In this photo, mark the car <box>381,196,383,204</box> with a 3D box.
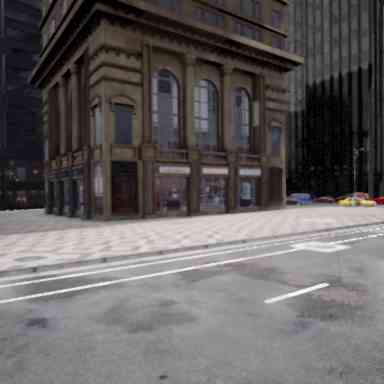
[{"bbox_3d":[29.001,1.233,49.728,1.887,1.381,4.507,-2,0,-35],"label":"car"}]

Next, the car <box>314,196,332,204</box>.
[{"bbox_3d":[23.121,1.409,58.030,1.802,1.307,4.206,-2,0,-35],"label":"car"}]

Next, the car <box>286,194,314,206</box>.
[{"bbox_3d":[16.386,1.506,52.767,2.008,1.369,4.403,-2,0,-35],"label":"car"}]

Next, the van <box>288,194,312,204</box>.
[{"bbox_3d":[20.173,1.237,62.181,1.690,1.788,3.998,-2,0,-35],"label":"van"}]

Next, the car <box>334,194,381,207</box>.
[{"bbox_3d":[22.141,1.345,44.661,1.752,1.417,4.829,-2,0,-35],"label":"car"}]

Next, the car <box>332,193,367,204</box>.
[{"bbox_3d":[26.053,1.073,53.878,2.192,1.841,5.009,-2,0,-35],"label":"car"}]

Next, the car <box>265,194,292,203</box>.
[{"bbox_3d":[17.233,1.280,66.332,2.192,1.841,5.009,-2,0,-35],"label":"car"}]
